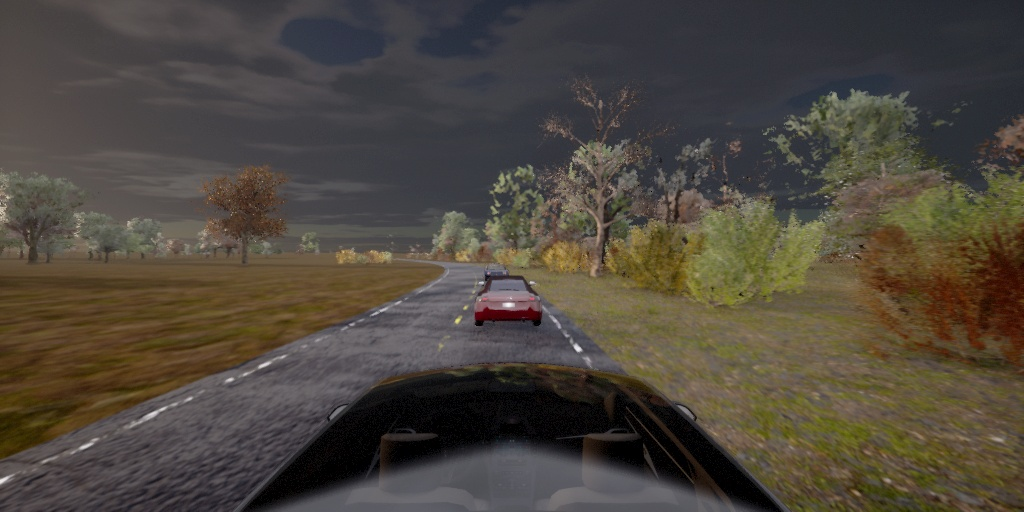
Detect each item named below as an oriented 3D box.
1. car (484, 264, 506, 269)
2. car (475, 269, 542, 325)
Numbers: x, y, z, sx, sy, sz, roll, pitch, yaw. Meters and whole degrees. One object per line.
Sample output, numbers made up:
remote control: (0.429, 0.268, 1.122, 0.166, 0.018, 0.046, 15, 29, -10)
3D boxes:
car: (-1.392, 1.351, 29.807, 1.895, 1.301, 4.718, 0, 0, -6)
car: (-0.165, 1.315, 11.851, 1.994, 1.385, 4.181, 0, 0, -2)
